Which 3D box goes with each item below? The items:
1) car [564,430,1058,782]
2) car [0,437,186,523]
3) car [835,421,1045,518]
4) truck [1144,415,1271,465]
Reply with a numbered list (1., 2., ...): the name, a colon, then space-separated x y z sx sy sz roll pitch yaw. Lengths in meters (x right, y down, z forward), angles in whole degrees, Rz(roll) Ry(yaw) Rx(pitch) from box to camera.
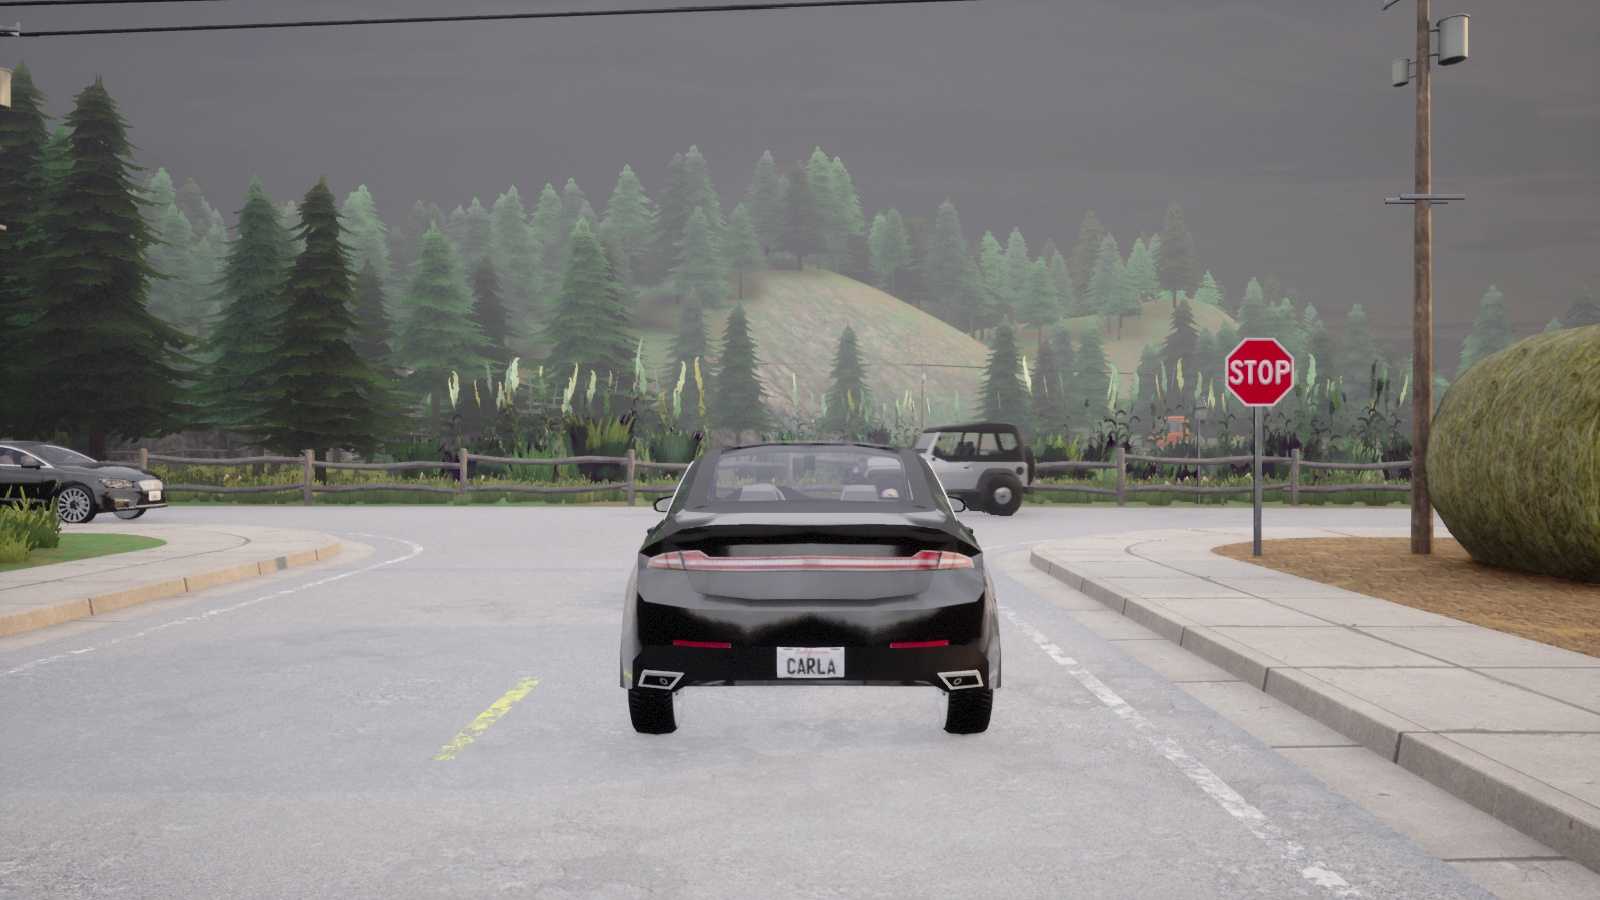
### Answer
1. car: 0.061 0.658 7.862 2.128 1.511 4.902 0 0 0
2. car: -14.394 0.524 23.385 4.902 1.511 2.128 0 0 3
3. car: 2.780 0.369 25.455 3.866 1.878 1.905 0 0 -9
4. truck: 28.607 -0.711 88.393 7.936 3.462 2.891 0 0 -1
